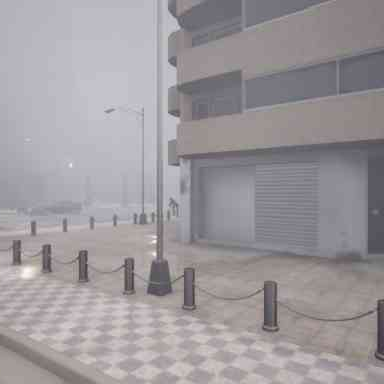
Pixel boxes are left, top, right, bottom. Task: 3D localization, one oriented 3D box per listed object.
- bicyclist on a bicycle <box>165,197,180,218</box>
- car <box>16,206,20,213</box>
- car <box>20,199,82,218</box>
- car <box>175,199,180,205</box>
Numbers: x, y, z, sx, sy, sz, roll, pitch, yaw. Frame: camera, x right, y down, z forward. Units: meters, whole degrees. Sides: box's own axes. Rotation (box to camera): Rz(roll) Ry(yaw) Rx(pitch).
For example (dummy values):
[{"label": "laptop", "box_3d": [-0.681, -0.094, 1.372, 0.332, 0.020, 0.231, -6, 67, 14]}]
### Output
[{"label": "bicyclist on a bicycle", "box_3d": [-1.539, 1.245, 26.504, 1.656, 1.620, 0.582, 0, 0, 36]}, {"label": "car", "box_3d": [-14.713, 1.545, 33.008, 1.895, 1.301, 4.718, 0, 0, 36]}, {"label": "car", "box_3d": [-12.398, 1.435, 30.238, 2.128, 1.511, 4.902, 0, 0, 36]}, {"label": "car", "box_3d": [-0.790, 1.451, 52.169, 1.837, 1.490, 4.892, 0, -1, 36]}]
